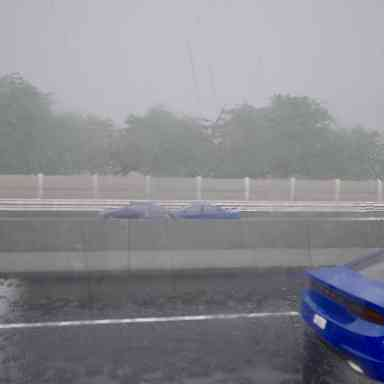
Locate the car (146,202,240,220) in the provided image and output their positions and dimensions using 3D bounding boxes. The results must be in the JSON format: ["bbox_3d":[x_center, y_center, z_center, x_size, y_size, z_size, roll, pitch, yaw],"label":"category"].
[{"bbox_3d":[0.150,1.364,18.343,5.008,1.535,1.882,1,0,-9],"label":"car"}]

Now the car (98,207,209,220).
[{"bbox_3d":[-1.871,1.483,14.499,4.718,1.301,1.895,1,0,-9],"label":"car"}]

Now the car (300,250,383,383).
[{"bbox_3d":[4.055,1.500,4.574,5.008,1.535,1.882,1,0,-9],"label":"car"}]

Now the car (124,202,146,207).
[{"bbox_3d":[-3.584,1.344,21.319,4.674,1.442,1.812,1,0,-9],"label":"car"}]
